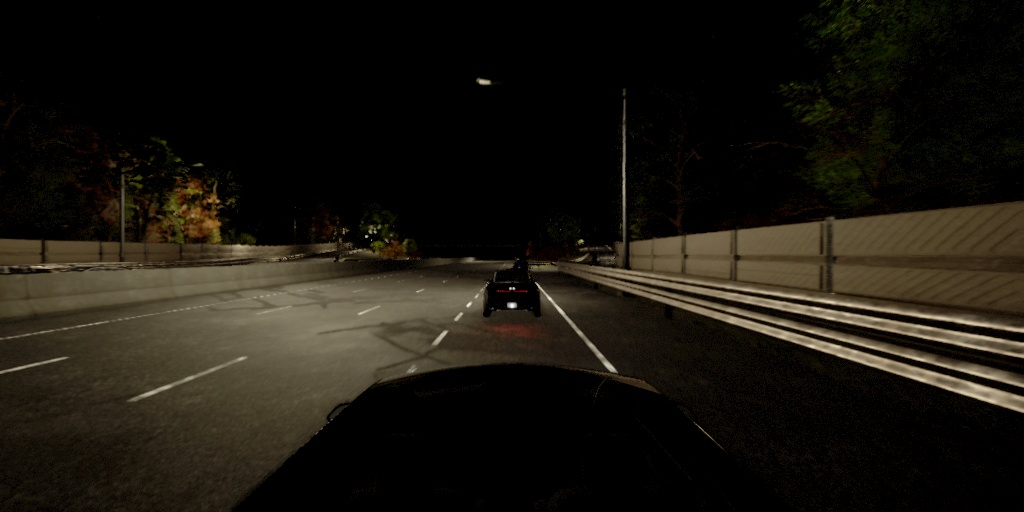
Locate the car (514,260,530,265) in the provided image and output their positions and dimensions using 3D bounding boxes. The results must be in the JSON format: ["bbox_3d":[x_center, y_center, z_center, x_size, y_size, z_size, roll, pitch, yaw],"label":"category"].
[{"bbox_3d":[1.243,1.257,45.873,1.812,1.442,4.674,0,0,9],"label":"car"}]

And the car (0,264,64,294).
[{"bbox_3d":[-28.065,1.230,19.149,2.128,1.511,4.902,0,0,0],"label":"car"}]

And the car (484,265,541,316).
[{"bbox_3d":[0.006,1.247,13.276,1.837,1.490,4.892,0,0,0],"label":"car"}]

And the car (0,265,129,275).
[{"bbox_3d":[-21.072,1.231,17.632,2.128,1.511,4.902,0,0,0],"label":"car"}]
